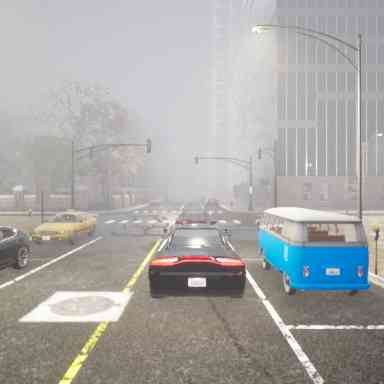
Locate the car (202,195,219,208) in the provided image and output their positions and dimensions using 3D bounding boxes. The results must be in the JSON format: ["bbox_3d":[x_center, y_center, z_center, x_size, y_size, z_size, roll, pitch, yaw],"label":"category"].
[{"bbox_3d":[2.746,1.416,46.534,1.967,1.590,4.097,0,0,0],"label":"car"}]

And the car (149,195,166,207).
[{"bbox_3d":[-5.629,1.517,52.222,1.887,1.381,4.507,0,0,0],"label":"car"}]

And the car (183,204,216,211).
[{"bbox_3d":[0.119,1.555,17.556,1.994,1.385,4.181,0,0,0],"label":"car"}]

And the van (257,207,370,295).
[{"bbox_3d":[2.783,1.337,8.408,1.690,1.788,3.998,0,0,0],"label":"van"}]

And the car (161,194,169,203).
[{"bbox_3d":[-5.623,1.520,57.904,2.008,1.369,4.403,0,0,0],"label":"car"}]

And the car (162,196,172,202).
[{"bbox_3d":[-5.603,1.537,74.953,1.802,1.307,4.206,0,0,0],"label":"car"}]

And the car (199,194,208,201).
[{"bbox_3d":[2.786,1.388,80.620,1.967,1.590,4.097,0,0,0],"label":"car"}]

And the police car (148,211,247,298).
[{"bbox_3d":[0.106,1.501,8.593,2.038,1.542,4.974,0,0,0],"label":"police car"}]

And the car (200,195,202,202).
[{"bbox_3d":[2.752,1.538,52.214,1.947,1.339,4.313,0,0,0],"label":"car"}]

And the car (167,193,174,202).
[{"bbox_3d":[-5.608,1.276,69.271,2.192,1.841,5.009,0,0,0],"label":"car"}]

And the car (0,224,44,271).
[{"bbox_3d":[-5.761,1.562,8.417,1.947,1.339,4.313,0,0,0],"label":"car"}]

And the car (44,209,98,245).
[{"bbox_3d":[-5.801,1.518,15.651,1.752,1.417,4.829,0,0,0],"label":"car"}]

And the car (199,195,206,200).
[{"bbox_3d":[2.799,1.452,92.156,1.752,1.417,4.829,0,0,0],"label":"car"}]

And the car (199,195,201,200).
[{"bbox_3d":[2.778,1.521,74.939,1.947,1.339,4.313,0,0,0],"label":"car"}]
